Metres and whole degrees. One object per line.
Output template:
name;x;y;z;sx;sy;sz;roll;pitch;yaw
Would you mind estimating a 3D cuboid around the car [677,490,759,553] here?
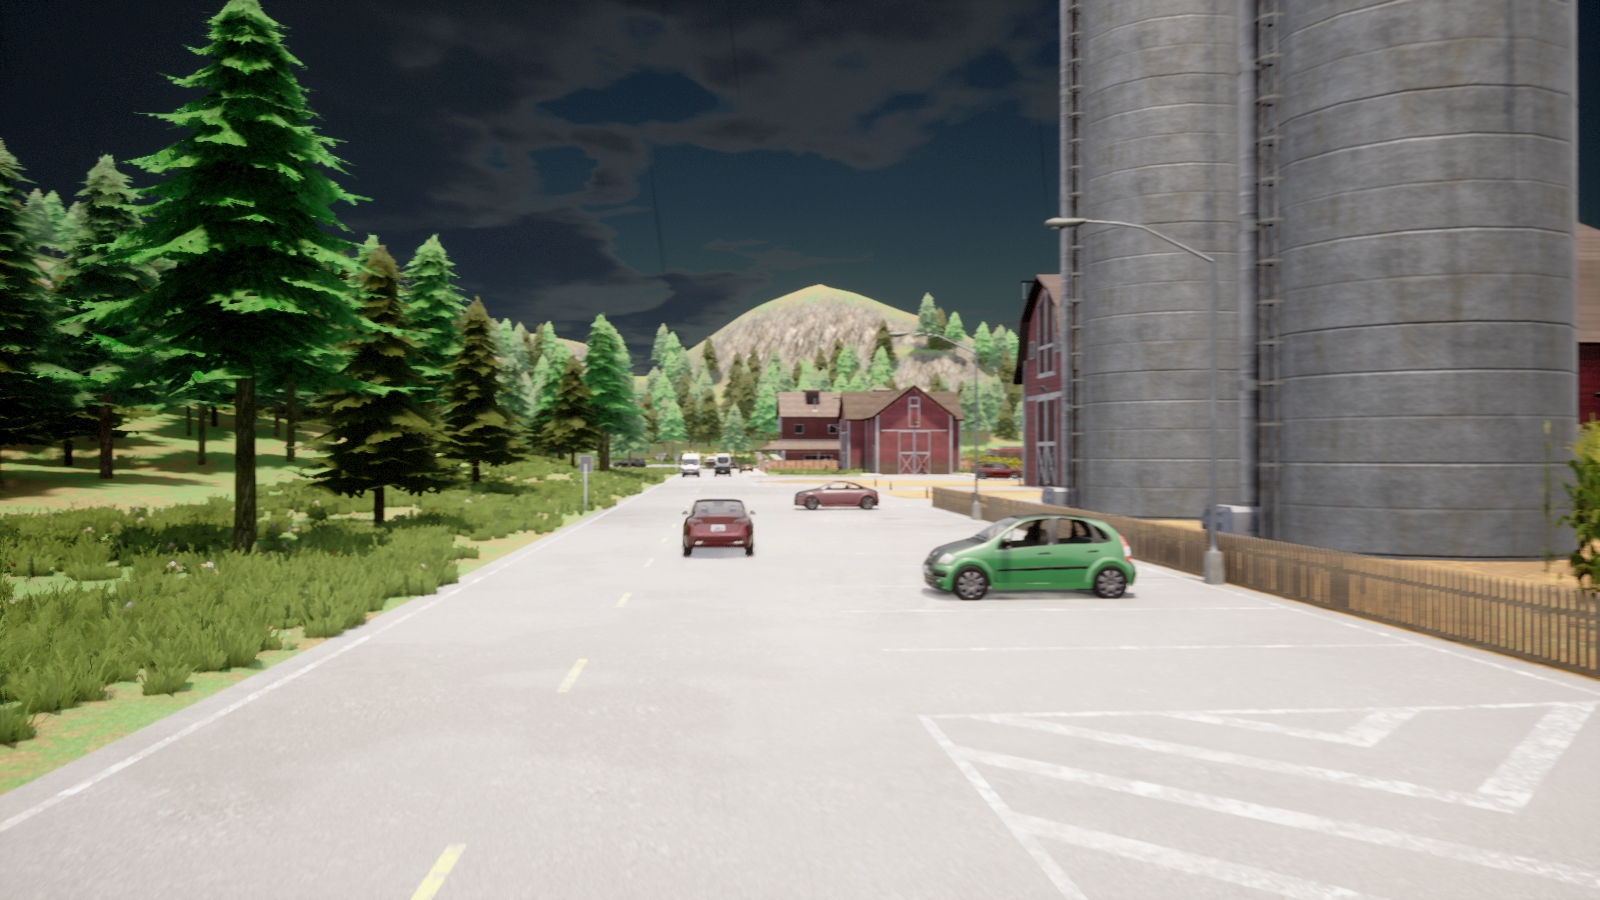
car;-2.317;1.974;32.570;2.163;1.488;4.792;0;0;-4
